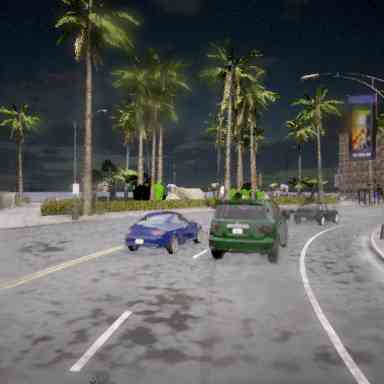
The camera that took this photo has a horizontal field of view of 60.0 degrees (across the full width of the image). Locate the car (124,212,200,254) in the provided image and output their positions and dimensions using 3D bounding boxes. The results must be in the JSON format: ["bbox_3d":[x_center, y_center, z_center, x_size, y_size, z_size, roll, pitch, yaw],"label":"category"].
[{"bbox_3d":[-1.012,1.533,13.589,1.812,1.442,4.674,0,0,20],"label":"car"}]

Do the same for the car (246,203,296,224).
[{"bbox_3d":[6.257,1.616,25.937,1.895,1.301,4.718,0,0,41],"label":"car"}]

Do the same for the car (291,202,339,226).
[{"bbox_3d":[8.892,1.516,23.633,1.837,1.490,4.892,0,0,41],"label":"car"}]

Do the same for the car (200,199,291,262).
[{"bbox_3d":[2.282,1.258,12.406,2.150,2.045,5.566,0,0,20],"label":"car"}]
